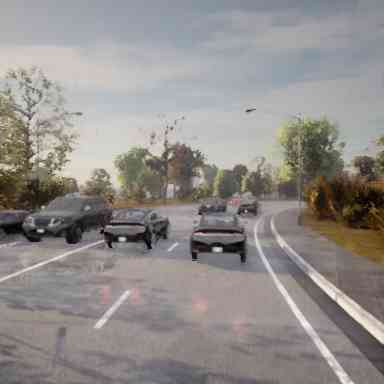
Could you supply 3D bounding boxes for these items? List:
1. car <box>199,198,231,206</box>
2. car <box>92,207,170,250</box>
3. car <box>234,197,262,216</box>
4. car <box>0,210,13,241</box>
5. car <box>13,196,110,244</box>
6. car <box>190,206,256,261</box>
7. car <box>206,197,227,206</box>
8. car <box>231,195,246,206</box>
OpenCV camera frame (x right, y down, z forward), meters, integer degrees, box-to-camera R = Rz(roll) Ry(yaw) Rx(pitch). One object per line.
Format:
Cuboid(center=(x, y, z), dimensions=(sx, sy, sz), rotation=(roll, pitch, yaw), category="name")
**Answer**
Cuboid(center=(2.173, 1.409, 33.725), dimensions=(2.097, 1.767, 4.553), rotation=(0, 0, 17), category="car")
Cuboid(center=(-2.210, 1.506, 14.511), dimensions=(2.128, 1.511, 4.902), rotation=(0, 0, 8), category="car")
Cuboid(center=(5.884, 1.581, 33.896), dimensions=(1.837, 1.490, 4.892), rotation=(0, 0, 18), category="car")
Cuboid(center=(-9.219, 1.590, 16.486), dimensions=(1.895, 1.301, 4.718), rotation=(0, 0, 8), category="car")
Cuboid(center=(-5.733, 1.224, 16.213), dimensions=(2.150, 2.045, 5.566), rotation=(0, 0, 9), category="car")
Cuboid(center=(1.038, 1.515, 12.379), dimensions=(2.128, 1.511, 4.902), rotation=(0, 0, 6), category="car")
Cuboid(center=(4.284, 1.647, 56.983), dimensions=(1.994, 1.385, 4.181), rotation=(0, 0, 29), category="car")
Cuboid(center=(8.068, 1.460, 56.572), dimensions=(2.097, 1.767, 4.553), rotation=(0, 0, 30), category="car")
